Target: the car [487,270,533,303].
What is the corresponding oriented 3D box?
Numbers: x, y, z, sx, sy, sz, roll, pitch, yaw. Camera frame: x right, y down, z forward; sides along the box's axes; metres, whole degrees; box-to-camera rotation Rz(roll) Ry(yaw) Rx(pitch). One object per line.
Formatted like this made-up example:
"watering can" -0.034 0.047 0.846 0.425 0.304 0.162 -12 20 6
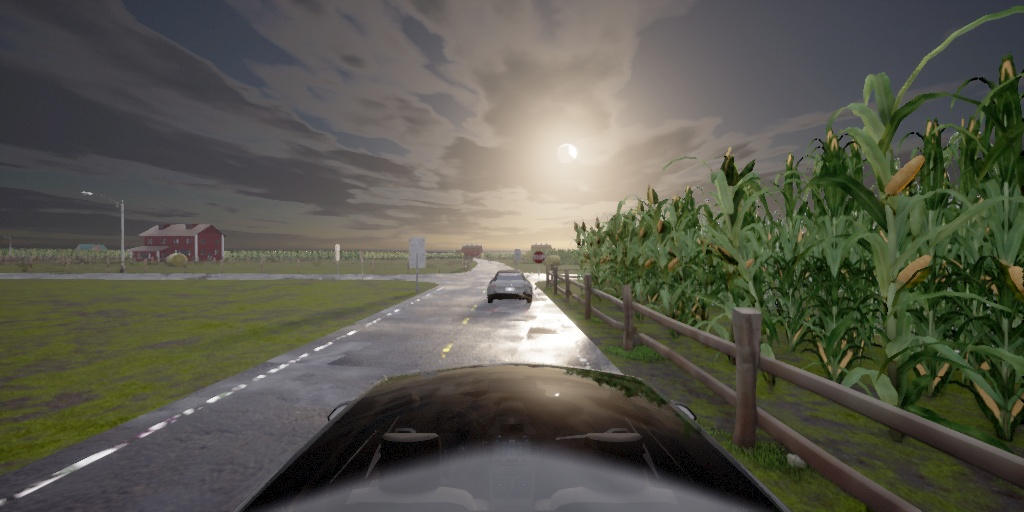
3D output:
"car" -0.113 1.319 16.550 1.994 1.385 4.181 0 0 -1
